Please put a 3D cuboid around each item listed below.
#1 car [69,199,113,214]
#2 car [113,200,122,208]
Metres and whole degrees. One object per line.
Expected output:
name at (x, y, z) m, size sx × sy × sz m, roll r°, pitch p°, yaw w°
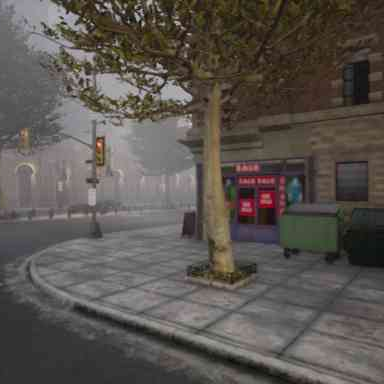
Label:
car at (-10.963, 1.554, 35.303) m, size 1.994 × 1.385 × 4.181 m, roll 0°, pitch 0°, yaw 36°
car at (-11.941, 1.583, 45.206) m, size 1.895 × 1.301 × 4.718 m, roll 0°, pitch 0°, yaw 36°
